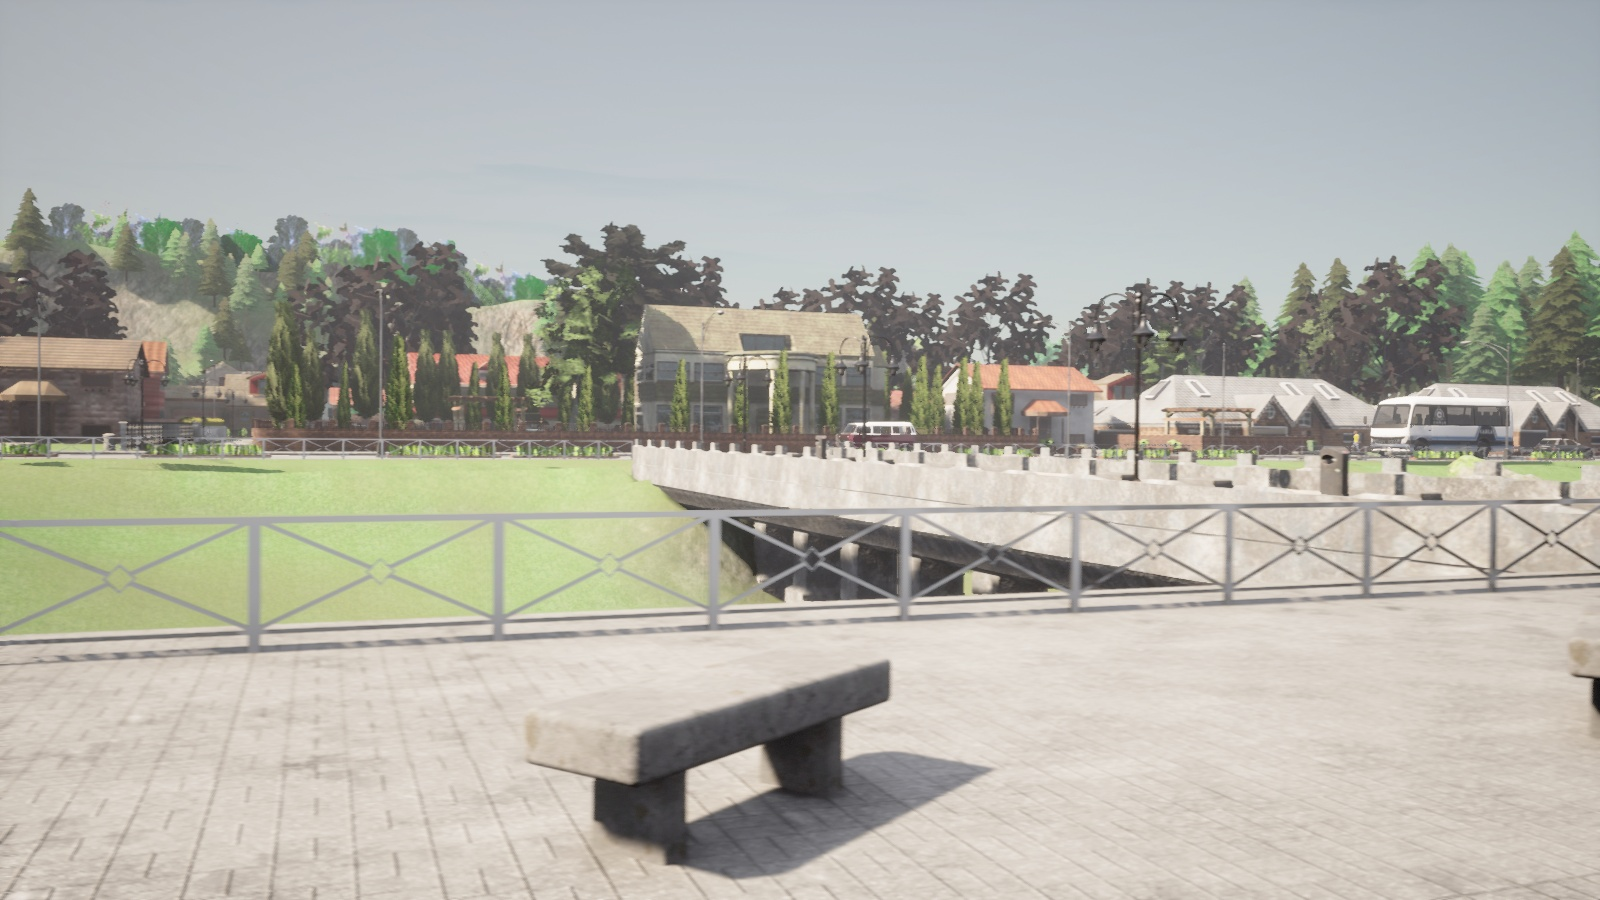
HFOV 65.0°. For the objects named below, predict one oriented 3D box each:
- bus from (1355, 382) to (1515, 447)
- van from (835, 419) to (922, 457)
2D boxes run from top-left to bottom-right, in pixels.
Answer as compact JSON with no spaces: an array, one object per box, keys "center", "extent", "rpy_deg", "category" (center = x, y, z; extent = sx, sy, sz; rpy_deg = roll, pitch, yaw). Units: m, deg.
[{"center":[43.633,-2.454,86.286],"extent":[10.273,4.253,3.944],"rpy_deg":[-1,1,-21],"category":"bus"},{"center":[4.442,-0.689,71.430],"extent":[4.480,2.038,2.069],"rpy_deg":[-1,1,-21],"category":"van"}]
